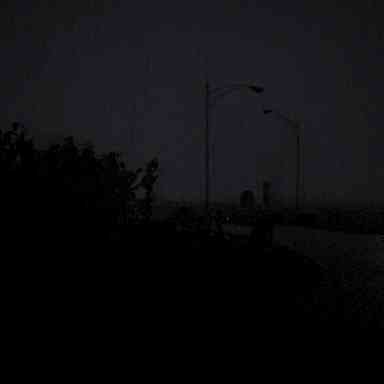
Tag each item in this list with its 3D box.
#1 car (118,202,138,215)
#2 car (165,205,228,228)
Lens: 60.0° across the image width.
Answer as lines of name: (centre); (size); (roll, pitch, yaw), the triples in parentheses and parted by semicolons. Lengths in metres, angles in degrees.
car: (-7.003, 1.583, 32.557); (1.895, 1.301, 4.718); (0, 0, -36)
car: (0.166, 1.570, 22.577); (2.033, 1.411, 5.357); (0, 0, -36)
